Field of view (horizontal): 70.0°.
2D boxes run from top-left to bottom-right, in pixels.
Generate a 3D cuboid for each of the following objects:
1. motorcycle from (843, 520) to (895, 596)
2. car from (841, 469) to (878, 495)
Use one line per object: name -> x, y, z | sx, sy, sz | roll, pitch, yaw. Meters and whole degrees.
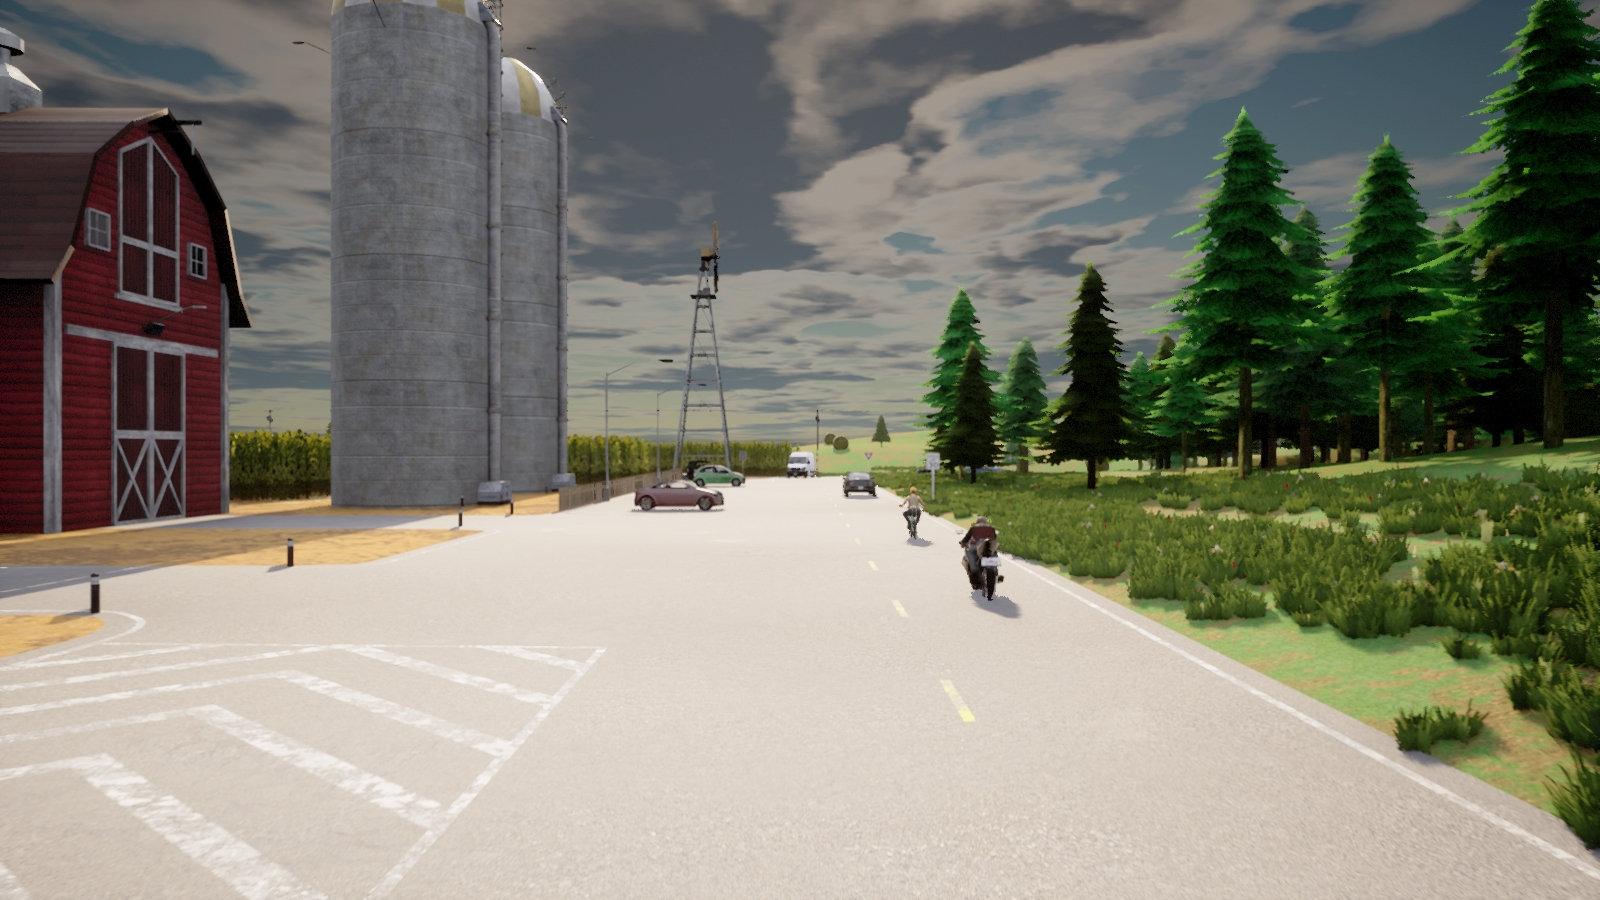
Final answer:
motorcycle -> 1.306, 2.043, 22.005 | 0.867, 1.251, 2.209 | 0, 0, 0
car -> 3.510, 1.878, 68.316 | 2.002, 1.442, 4.674 | 0, 0, 0
